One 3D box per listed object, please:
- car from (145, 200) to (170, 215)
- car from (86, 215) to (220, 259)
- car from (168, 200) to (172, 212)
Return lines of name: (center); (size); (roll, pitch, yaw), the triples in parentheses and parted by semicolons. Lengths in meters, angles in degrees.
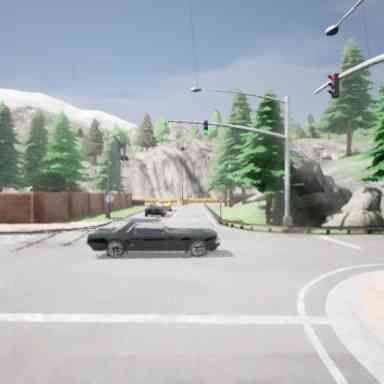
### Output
car: (-3.637, 1.820, 33.841); (1.895, 1.301, 4.718); (0, 0, 0)
car: (-1.333, 1.677, 12.459); (4.718, 1.301, 1.895); (0, 0, -2)
car: (-3.646, 1.763, 44.056); (1.882, 1.535, 5.008); (0, 0, 0)
